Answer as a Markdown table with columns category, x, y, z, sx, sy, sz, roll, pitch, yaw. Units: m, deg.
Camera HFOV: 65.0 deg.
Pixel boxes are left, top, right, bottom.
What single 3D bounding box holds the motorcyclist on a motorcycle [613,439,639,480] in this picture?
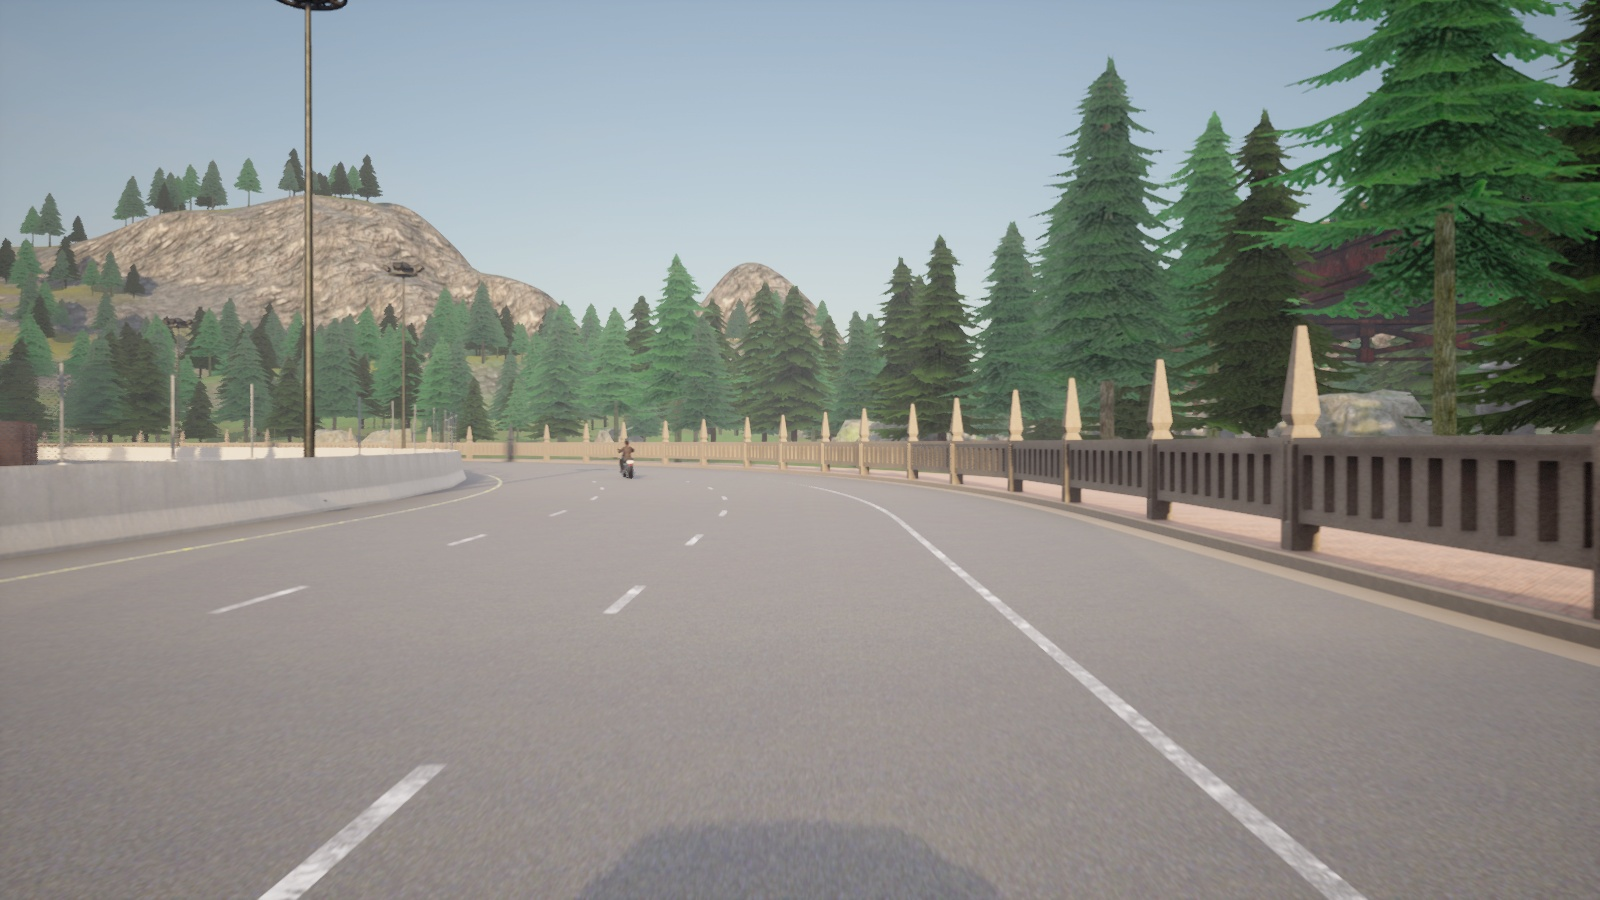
| category | x | y | z | sx | sy | sz | roll | pitch | yaw |
| --- | --- | --- | --- | --- | --- | --- | --- | --- | --- |
| motorcyclist on a motorcycle | -7.377 | 0.391 | 53.194 | 0.766 | 1.649 | 2.350 | -1 | 0 | -16 |
